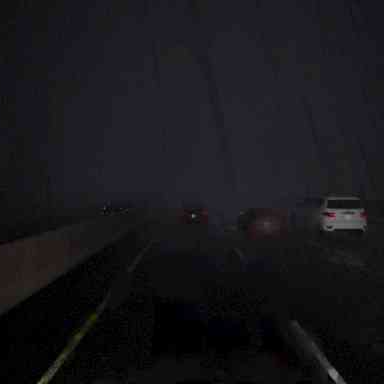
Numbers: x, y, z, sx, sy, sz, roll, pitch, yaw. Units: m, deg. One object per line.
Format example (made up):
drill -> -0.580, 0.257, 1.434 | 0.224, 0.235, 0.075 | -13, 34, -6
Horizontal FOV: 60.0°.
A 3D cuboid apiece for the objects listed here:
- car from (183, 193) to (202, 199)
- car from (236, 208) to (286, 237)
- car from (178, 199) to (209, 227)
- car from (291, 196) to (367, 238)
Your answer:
car -> 0.072, 1.164, 41.720 | 2.150, 2.045, 5.566 | 0, 0, -1
car -> 3.589, 1.539, 17.847 | 1.994, 1.385, 4.181 | 0, 0, 0
car -> 0.087, 1.473, 22.343 | 2.163, 1.488, 4.792 | 0, 0, 0
car -> 7.078, 1.197, 17.788 | 2.150, 2.045, 5.566 | 0, 0, 0
